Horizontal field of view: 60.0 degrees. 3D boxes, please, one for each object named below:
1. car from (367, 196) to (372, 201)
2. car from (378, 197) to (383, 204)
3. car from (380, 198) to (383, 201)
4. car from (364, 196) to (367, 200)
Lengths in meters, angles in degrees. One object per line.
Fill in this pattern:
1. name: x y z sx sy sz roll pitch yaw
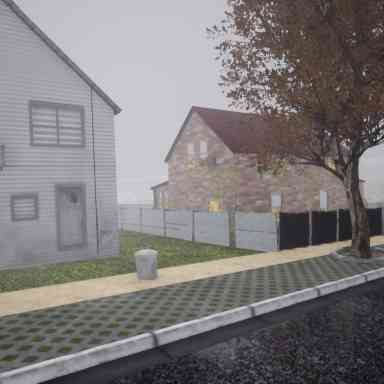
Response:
1. car: 38.577 1.611 74.943 2.128 1.511 4.902 -2 0 0
2. car: 38.493 1.659 64.929 1.994 1.385 4.181 -2 0 0
3. car: 31.809 1.838 52.040 1.895 1.301 4.718 -2 0 1
4. car: 28.664 1.907 59.307 1.837 1.490 4.892 -2 -1 1
